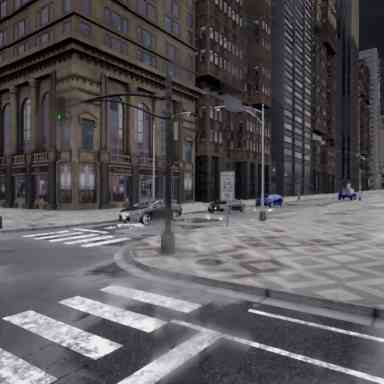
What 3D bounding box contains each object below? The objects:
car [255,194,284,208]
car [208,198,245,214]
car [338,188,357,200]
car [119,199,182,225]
[{"bbox_3d":[8.944,0.958,38.067,1.882,1.535,5.008,0,1,36],"label":"car"},{"bbox_3d":[3.154,1.177,29.992,1.994,1.385,4.181,0,1,35],"label":"car"},{"bbox_3d":[27.031,0.362,57.855,2.150,2.045,5.566,0,1,36],"label":"car"},{"bbox_3d":[-2.629,1.237,21.901,2.128,1.511,4.902,0,1,36],"label":"car"}]
